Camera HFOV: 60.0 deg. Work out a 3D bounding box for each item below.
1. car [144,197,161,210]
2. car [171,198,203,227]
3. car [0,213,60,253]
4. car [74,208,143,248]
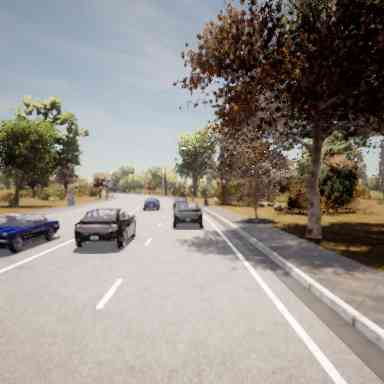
[{"bbox_3d":[-4.782,1.357,39.884,1.812,1.442,4.674,0,0,-4],"label":"car"},{"bbox_3d":[-0.295,1.399,21.705,2.128,1.511,4.902,0,0,-2],"label":"car"},{"bbox_3d":[-7.158,1.547,13.515,1.895,1.301,4.718,0,0,-1],"label":"car"},{"bbox_3d":[-3.579,1.432,14.444,2.128,1.511,4.902,0,0,-1],"label":"car"}]
